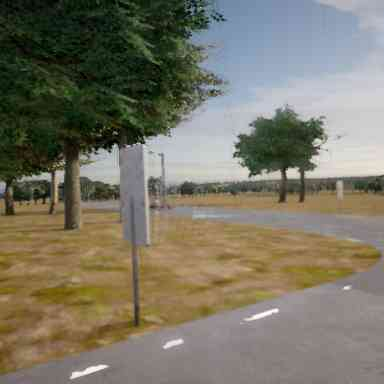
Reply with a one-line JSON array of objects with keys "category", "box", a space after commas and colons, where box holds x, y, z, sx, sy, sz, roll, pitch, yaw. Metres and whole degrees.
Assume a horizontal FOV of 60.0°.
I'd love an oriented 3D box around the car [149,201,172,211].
[{"category": "car", "box": [-4.528, 1.911, 45.847, 1.895, 1.301, 4.718, -3, 1, -30]}]
